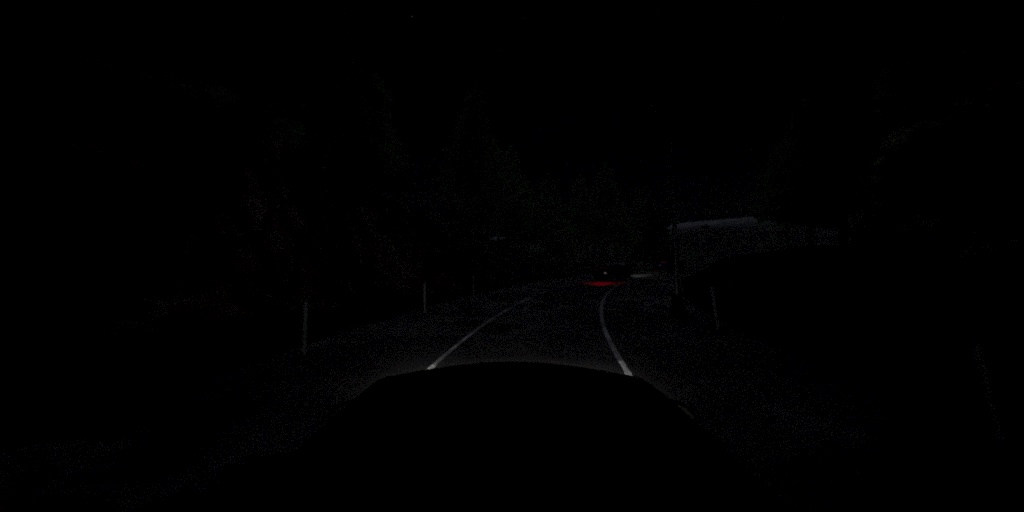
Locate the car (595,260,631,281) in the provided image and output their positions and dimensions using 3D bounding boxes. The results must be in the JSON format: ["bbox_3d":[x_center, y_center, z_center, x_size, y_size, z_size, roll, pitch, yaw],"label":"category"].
[{"bbox_3d":[8.067,1.075,28.404,1.882,1.535,5.008,-3,-1,30],"label":"car"}]

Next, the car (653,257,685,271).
[{"bbox_3d":[17.663,0.849,40.226,5.008,1.535,1.882,-1,-3,-44],"label":"car"}]
